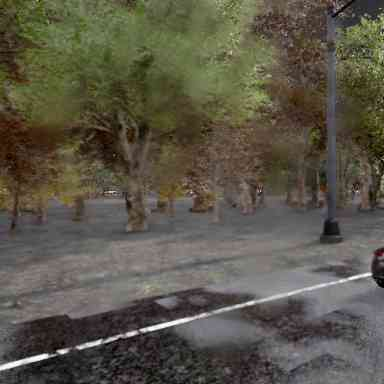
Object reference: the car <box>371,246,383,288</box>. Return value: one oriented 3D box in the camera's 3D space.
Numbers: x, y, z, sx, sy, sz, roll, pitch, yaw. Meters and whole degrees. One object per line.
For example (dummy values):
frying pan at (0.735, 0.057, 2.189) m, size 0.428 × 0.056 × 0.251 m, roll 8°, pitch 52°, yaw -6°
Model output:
car at (6.042, 1.521, 7.814) m, size 4.674 × 1.442 × 1.812 m, roll 1°, pitch 0°, yaw -34°
